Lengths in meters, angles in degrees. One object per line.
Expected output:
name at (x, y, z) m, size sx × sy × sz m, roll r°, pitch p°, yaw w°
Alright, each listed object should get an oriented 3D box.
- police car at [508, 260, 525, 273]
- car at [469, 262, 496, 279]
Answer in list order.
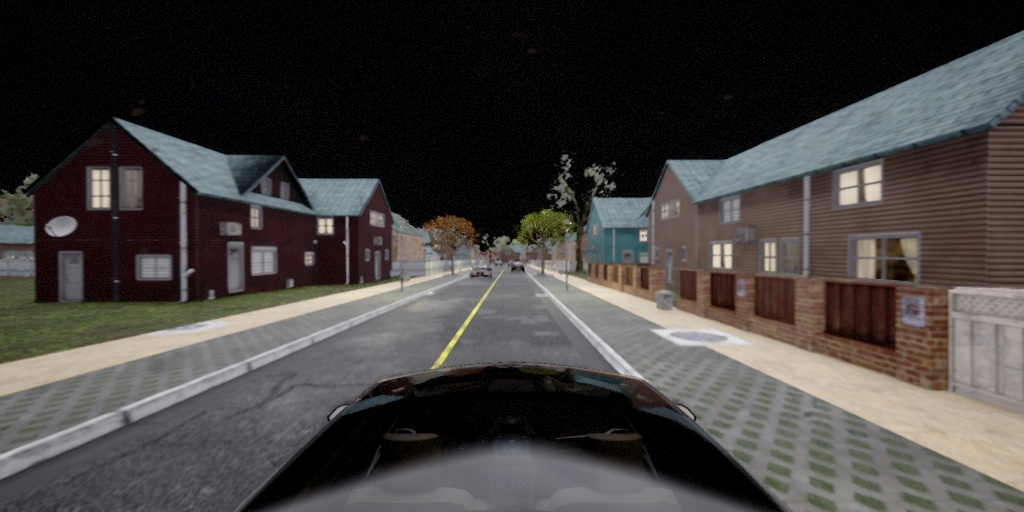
police car at (0.807, 1.428, 49.589) m, size 1.930 × 1.638 × 5.238 m, roll 0°, pitch 0°, yaw 0°
car at (-2.854, 1.467, 34.141) m, size 1.994 × 1.385 × 4.181 m, roll 0°, pitch 0°, yaw 0°
